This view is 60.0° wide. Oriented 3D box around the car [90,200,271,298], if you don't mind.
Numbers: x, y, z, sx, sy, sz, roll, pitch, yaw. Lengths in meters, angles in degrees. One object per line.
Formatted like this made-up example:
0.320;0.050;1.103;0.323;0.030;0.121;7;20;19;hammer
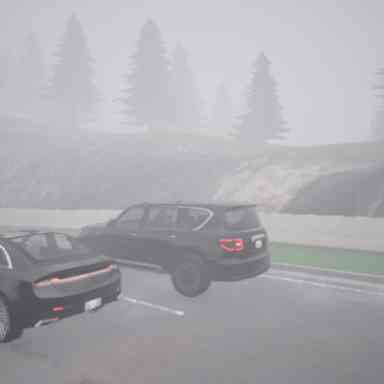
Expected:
-0.735;1.226;8.793;5.566;2.045;2.150;0;0;35;car

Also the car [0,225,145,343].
-3.493;1.494;6.470;4.902;1.511;2.128;0;0;35;car
